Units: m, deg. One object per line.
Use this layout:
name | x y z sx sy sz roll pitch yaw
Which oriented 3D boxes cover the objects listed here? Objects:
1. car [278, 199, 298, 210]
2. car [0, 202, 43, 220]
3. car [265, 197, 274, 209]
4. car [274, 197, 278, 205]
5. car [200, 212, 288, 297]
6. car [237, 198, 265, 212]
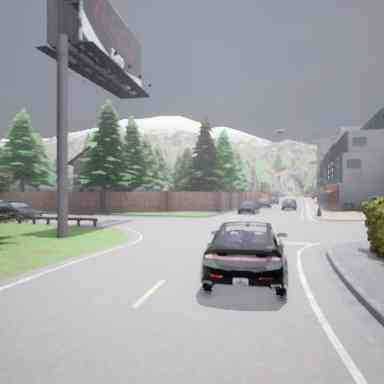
car | 13.289 1.653 45.299 2.033 1.411 5.357 0 0 19
car | -13.545 1.403 25.160 4.674 1.442 1.812 0 0 18
car | 10.618 1.639 48.935 1.812 1.442 4.674 0 0 19
car | 15.660 1.711 63.765 1.994 1.385 4.181 0 0 19
car | 1.454 1.513 8.770 2.128 1.511 4.902 0 0 12
car | 6.189 1.630 35.770 2.033 1.411 5.357 0 0 19
